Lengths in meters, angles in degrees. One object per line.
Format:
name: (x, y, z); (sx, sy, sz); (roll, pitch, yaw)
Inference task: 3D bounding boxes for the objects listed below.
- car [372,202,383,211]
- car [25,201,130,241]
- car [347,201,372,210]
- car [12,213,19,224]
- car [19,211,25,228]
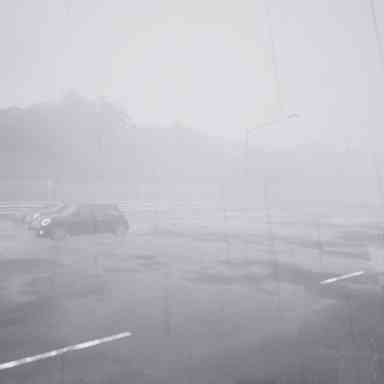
car: (27.509, 1.883, 46.082); (4.902, 1.511, 2.128); (1, 0, -37)
car: (-5.521, 1.353, 16.674); (4.553, 1.767, 2.097); (0, 0, -37)
car: (24.510, 1.969, 48.211); (4.718, 1.301, 1.895); (1, 0, -37)
car: (-9.660, 1.539, 22.324); (4.181, 1.385, 1.994); (0, 0, -37)
car: (-7.339, 1.342, 19.685); (4.553, 1.767, 2.097); (0, 0, -37)
